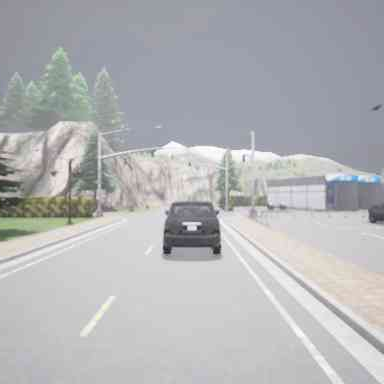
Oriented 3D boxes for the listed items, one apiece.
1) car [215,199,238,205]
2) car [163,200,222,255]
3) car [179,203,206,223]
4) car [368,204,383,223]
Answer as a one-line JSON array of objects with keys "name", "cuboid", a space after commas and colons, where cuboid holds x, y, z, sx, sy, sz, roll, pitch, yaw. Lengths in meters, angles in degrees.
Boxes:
[{"name": "car", "cuboid": [7.867, 2.318, 76.235, 4.718, 1.301, 1.895, 0, -1, -13]}, {"name": "car", "cuboid": [0.003, 1.350, 14.028, 2.150, 2.045, 5.566, 0, 0, 0]}, {"name": "car", "cuboid": [-0.059, 1.771, 29.289, 2.128, 1.511, 4.902, 0, 0, -2]}, {"name": "car", "cuboid": [14.205, 1.562, 23.300, 2.007, 1.523, 4.514, 0, -1, 0]}]
